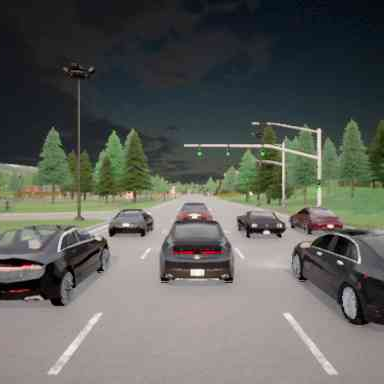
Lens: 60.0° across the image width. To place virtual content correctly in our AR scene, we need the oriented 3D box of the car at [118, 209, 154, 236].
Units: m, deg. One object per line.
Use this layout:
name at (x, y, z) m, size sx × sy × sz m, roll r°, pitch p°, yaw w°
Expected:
car at (-3.355, 1.647, 18.926) m, size 1.994 × 1.385 × 4.181 m, roll 0°, pitch 0°, yaw 0°

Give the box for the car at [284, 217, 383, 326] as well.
car at (3.617, 1.538, 7.096) m, size 1.837 × 1.490 × 4.892 m, roll 0°, pitch 0°, yaw 0°

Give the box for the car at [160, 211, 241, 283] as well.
car at (0.123, 1.548, 9.816) m, size 1.837 × 1.490 × 4.892 m, roll 0°, pitch 0°, yaw 0°

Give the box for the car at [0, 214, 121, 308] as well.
car at (-3.381, 1.528, 8.002) m, size 2.128 × 1.511 × 4.902 m, roll 0°, pitch 0°, yaw 0°

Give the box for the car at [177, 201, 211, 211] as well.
car at (0.147, 1.441, 20.658) m, size 2.097 × 1.767 × 4.553 m, roll 0°, pitch 0°, yaw 0°

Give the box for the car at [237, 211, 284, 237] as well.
car at (3.642, 1.681, 18.388) m, size 1.895 × 1.301 × 4.718 m, roll 0°, pitch 0°, yaw 0°

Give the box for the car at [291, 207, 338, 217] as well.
car at (7.144, 1.610, 19.456) m, size 1.812 × 1.442 × 4.674 m, roll 0°, pitch 0°, yaw 0°
